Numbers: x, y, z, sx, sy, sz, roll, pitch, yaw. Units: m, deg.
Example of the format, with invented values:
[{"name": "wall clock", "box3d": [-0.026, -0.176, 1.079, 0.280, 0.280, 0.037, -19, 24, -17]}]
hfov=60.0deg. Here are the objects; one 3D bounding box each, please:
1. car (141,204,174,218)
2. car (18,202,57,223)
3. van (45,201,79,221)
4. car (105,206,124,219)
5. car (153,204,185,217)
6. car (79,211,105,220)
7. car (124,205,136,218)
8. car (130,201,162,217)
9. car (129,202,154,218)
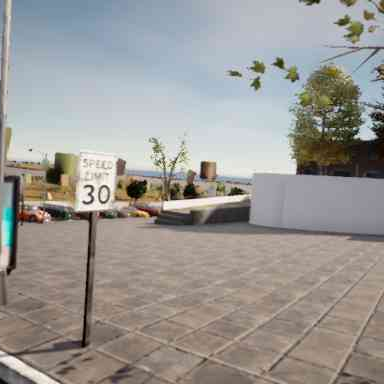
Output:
[{"name": "car", "box3d": [-5.560, 3.058, 53.913, 4.792, 1.488, 2.163, 6, 2, 16]}, {"name": "car", "box3d": [-17.956, 2.290, 36.894, 4.553, 1.767, 2.185, 6, 2, 16]}, {"name": "van", "box3d": [-16.235, 2.270, 39.327, 4.442, 1.987, 1.878, 6, 3, 16]}, {"name": "car", "box3d": [-12.549, 2.435, 44.153, 5.566, 2.045, 2.435, 6, 2, 16]}, {"name": "car", "box3d": [-3.835, 3.115, 56.348, 4.892, 1.521, 2.231, 6, 2, 16]}, {"name": "car", "box3d": [-14.373, 2.342, 41.727, 5.566, 2.045, 2.435, 7, 3, 16]}, {"name": "car", "box3d": [-10.848, 2.808, 46.609, 4.674, 1.452, 2.002, 6, 2, 16]}, {"name": "car", "box3d": [-7.282, 2.693, 51.464, 5.566, 2.045, 2.435, 6, 2, 16]}, {"name": "car", "box3d": [-8.907, 2.871, 48.991, 5.366, 1.575, 1.946, 6, 2, 16]}]
